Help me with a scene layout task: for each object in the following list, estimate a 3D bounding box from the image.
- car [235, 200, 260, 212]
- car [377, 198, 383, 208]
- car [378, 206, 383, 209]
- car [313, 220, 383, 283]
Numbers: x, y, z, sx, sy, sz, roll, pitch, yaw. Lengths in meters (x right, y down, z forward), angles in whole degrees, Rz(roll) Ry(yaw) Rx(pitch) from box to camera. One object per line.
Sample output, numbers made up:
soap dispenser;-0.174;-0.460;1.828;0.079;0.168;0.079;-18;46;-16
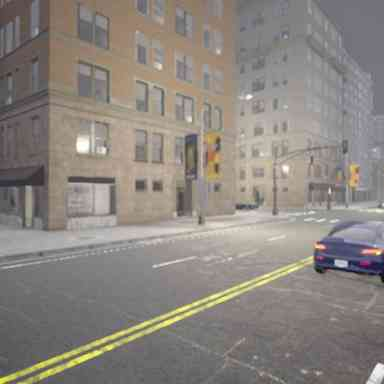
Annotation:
car;5.743;1.634;40.130;4.718;1.301;1.895;0;0;41
car;26.805;1.570;45.624;2.128;1.511;4.902;0;0;39
car;10.976;1.532;16.656;1.837;1.490;4.892;0;0;40
car;5.050;1.540;9.688;1.812;1.442;4.674;0;0;40
